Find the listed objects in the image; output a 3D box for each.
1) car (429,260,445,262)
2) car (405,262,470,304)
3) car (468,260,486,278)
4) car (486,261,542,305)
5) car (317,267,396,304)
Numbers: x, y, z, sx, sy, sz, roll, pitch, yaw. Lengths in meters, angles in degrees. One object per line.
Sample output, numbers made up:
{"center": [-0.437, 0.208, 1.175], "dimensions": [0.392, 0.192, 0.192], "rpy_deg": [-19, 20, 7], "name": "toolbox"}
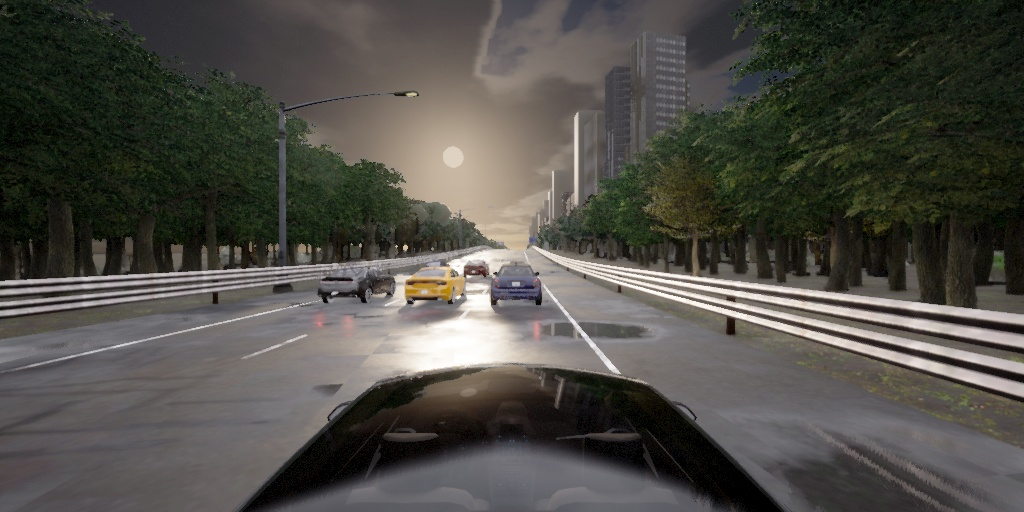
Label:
{"center": [-6.531, 1.093, 31.238], "dimensions": [1.812, 1.442, 4.674], "rpy_deg": [0, 1, 1], "name": "car"}
{"center": [-3.301, 1.221, 16.188], "dimensions": [1.882, 1.535, 5.008], "rpy_deg": [0, 0, 1], "name": "car"}
{"center": [-3.032, 1.045, 31.174], "dimensions": [1.882, 1.535, 5.008], "rpy_deg": [0, 1, 1], "name": "car"}
{"center": [0.198, 1.103, 16.095], "dimensions": [2.097, 1.767, 4.553], "rpy_deg": [0, 0, 1], "name": "car"}
{"center": [-6.800, 1.231, 16.251], "dimensions": [2.128, 1.511, 4.902], "rpy_deg": [0, 0, 1], "name": "car"}
